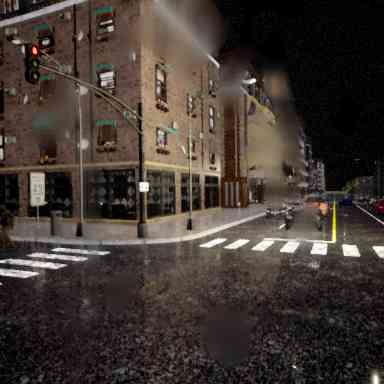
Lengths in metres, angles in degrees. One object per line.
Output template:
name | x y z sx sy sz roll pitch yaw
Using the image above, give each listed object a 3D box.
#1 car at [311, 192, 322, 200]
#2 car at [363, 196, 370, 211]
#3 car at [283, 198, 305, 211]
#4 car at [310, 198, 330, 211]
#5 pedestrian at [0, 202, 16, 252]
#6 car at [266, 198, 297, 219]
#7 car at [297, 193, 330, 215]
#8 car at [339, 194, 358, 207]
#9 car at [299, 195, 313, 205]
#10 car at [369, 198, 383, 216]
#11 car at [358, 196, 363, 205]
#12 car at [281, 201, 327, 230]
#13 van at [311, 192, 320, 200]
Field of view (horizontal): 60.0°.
car | 31.938 0.988 85.257 2.192 1.841 5.009 -1 0 23
car | 19.457 1.330 34.844 2.008 1.369 4.403 -1 0 23
car | 11.749 1.394 38.133 2.008 1.369 4.403 -1 0 23
car | 14.757 1.381 38.309 1.994 1.385 4.181 0 0 23
pedestrian | -6.872 1.274 12.224 0.375 1.860 0.375 0 0 23
car | 7.262 1.439 27.661 2.008 1.369 4.403 -1 0 23
car | 10.746 1.210 29.148 2.097 1.767 4.553 0 0 23
car | 21.458 1.320 46.075 1.994 1.385 4.181 0 0 23
car | 18.413 1.305 53.685 1.752 1.417 4.829 -1 0 23
car | 17.213 1.384 29.607 1.802 1.307 4.206 -1 0 23
car | 26.188 1.266 50.552 2.008 1.369 4.403 -1 0 23
car | 6.870 1.462 20.149 1.994 1.385 4.181 0 0 23
van | 29.695 1.030 80.022 1.690 1.788 3.998 -1 0 23
